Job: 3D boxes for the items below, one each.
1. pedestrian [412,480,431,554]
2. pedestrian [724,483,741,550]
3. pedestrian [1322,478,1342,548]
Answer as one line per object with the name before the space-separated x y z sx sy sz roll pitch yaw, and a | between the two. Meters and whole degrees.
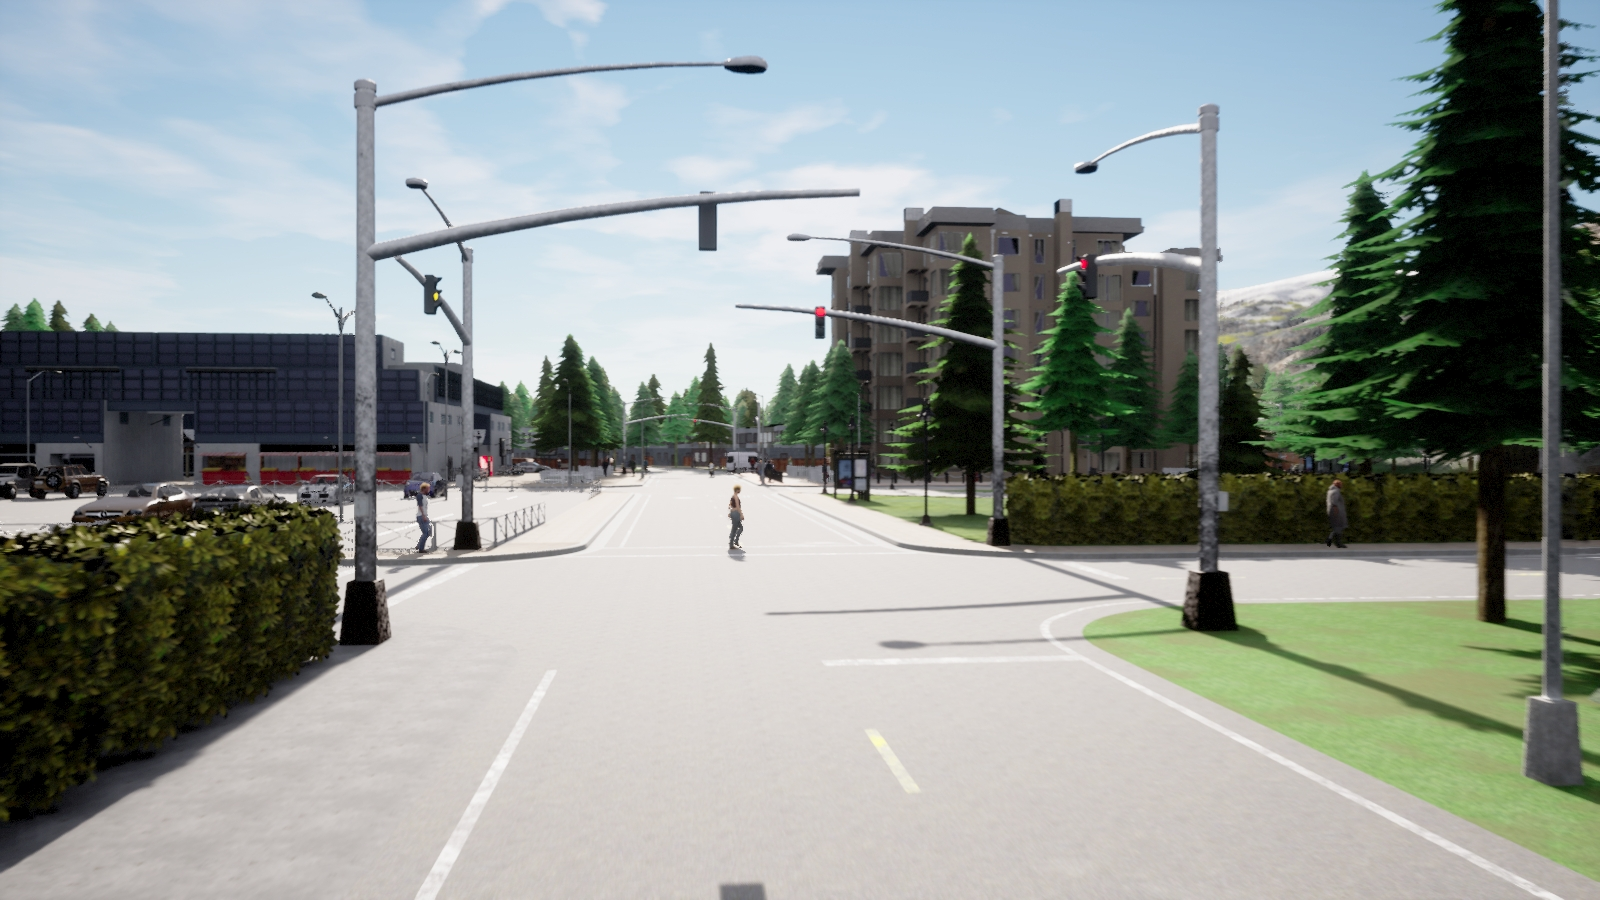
pedestrian | -9.664 1.696 29.175 0.375 1.860 0.375 0 0 -5
pedestrian | -1.884 1.846 31.816 0.375 1.860 0.375 0 0 -20
pedestrian | 14.311 1.688 30.734 0.375 1.860 0.375 0 0 5
